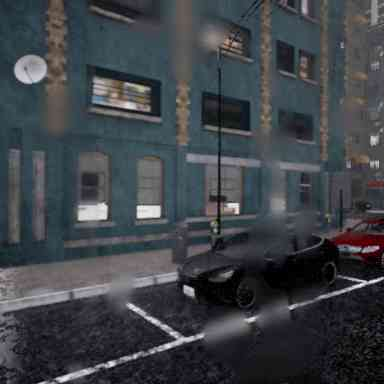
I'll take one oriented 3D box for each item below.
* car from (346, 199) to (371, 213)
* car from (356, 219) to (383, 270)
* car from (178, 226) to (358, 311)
[{"bbox_3d":[15.903,1.330,33.975,1.947,1.339,4.313,2,0,-36],"label":"car"},{"bbox_3d":[6.216,1.574,10.982,4.206,1.307,1.802,0,0,-35],"label":"car"},{"bbox_3d":[1.718,1.562,7.775,4.313,1.339,1.947,0,1,-35],"label":"car"}]
